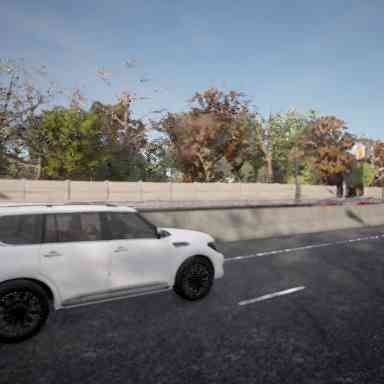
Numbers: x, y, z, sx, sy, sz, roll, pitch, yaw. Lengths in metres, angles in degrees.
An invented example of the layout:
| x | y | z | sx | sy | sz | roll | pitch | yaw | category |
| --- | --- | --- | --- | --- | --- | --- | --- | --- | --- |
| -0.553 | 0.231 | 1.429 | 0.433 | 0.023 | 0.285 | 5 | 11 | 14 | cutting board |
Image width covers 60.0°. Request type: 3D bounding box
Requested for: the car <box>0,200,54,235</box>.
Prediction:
| x | y | z | sx | sy | sz | roll | pitch | yaw | category |
| --- | --- | --- | --- | --- | --- | --- | --- | --- | --- |
| -10.215 | 1.357 | 18.201 | 4.553 | 1.767 | 2.097 | 0 | 0 | -35 | car |

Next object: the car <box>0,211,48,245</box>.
| x | y | z | sx | sy | sz | roll | pitch | yaw | category |
| --- | --- | --- | --- | --- | --- | --- | --- | --- | --- |
| -9.110 | 1.603 | 14.693 | 4.718 | 1.301 | 1.895 | 0 | 0 | -36 | car |

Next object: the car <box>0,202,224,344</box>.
| x | y | z | sx | sy | sz | roll | pitch | yaw | category |
| --- | --- | --- | --- | --- | --- | --- | --- | --- | --- |
| -1.942 | 1.227 | 6.664 | 5.566 | 2.045 | 2.150 | 0 | 0 | -35 | car |

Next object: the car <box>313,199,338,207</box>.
| x | y | z | sx | sy | sz | roll | pitch | yaw | category |
| --- | --- | --- | --- | --- | --- | --- | --- | --- | --- |
| 19.364 | 1.706 | 47.876 | 4.181 | 1.385 | 1.994 | 0 | 0 | -35 | car |

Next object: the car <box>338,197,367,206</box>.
| x | y | z | sx | sy | sz | roll | pitch | yaw | category |
| --- | --- | --- | --- | --- | --- | --- | --- | --- | --- |
| 22.905 | 1.500 | 46.101 | 4.553 | 1.767 | 2.097 | 0 | 0 | -35 | car |

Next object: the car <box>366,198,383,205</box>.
| x | y | z | sx | sy | sz | roll | pitch | yaw | category |
| --- | --- | --- | --- | --- | --- | --- | --- | --- | --- |
| 25.116 | 1.714 | 43.382 | 4.181 | 1.385 | 1.994 | 0 | 0 | -35 | car |
